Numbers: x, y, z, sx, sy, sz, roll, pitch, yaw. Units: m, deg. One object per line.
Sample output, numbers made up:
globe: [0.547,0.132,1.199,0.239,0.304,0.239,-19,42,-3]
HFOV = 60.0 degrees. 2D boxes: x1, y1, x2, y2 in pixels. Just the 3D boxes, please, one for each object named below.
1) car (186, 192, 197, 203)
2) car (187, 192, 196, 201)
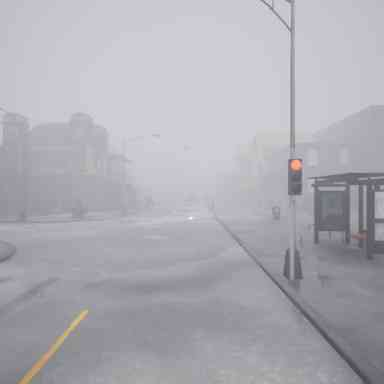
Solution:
car: [-0.066,1.352,67.214,2.097,1.767,4.553,0,0,0]
car: [-0.076,1.057,77.277,2.150,2.045,5.566,0,0,0]
